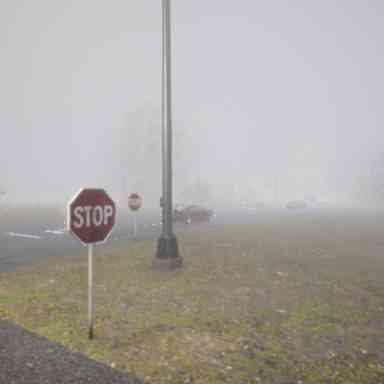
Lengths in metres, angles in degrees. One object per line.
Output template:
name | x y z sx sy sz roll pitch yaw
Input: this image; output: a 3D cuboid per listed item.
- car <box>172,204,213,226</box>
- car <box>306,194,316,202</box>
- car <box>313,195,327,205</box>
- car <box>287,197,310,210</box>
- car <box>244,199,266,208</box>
car | -0.162 1.665 25.682 1.882 1.535 5.008 0 0 34
car | 29.799 1.610 82.955 2.150 2.045 5.566 0 0 34
car | 26.846 1.862 69.087 1.812 1.442 4.674 0 0 26
car | 15.416 1.841 48.921 1.994 1.385 4.181 0 0 34
car | 10.341 1.862 53.936 2.033 1.411 5.357 0 0 34
